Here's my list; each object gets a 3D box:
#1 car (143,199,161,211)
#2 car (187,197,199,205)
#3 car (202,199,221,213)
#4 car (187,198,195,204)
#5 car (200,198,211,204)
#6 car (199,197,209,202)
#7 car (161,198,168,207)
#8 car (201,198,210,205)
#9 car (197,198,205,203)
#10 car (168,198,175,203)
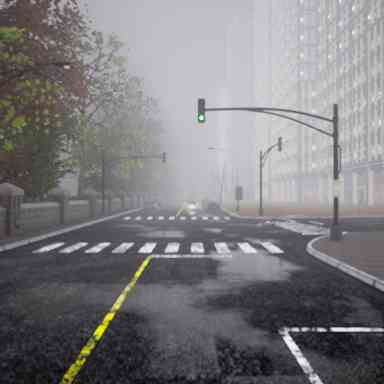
[{"bbox_3d":[-5.790,1.912,46.642,1.802,1.307,4.206,0,0,0],"label":"car"},{"bbox_3d":[-0.106,2.025,70.543,2.128,1.511,4.902,0,0,0],"label":"car"},{"bbox_3d":[2.603,1.854,41.028,1.947,1.339,4.313,0,0,0],"label":"car"},{"bbox_3d":[-0.172,2.088,79.559,1.837,1.490,4.892,0,0,0],"label":"car"},{"bbox_3d":[2.591,1.896,46.661,1.947,1.339,4.313,0,0,0],"label":"car"},{"bbox_3d":[2.579,1.938,52.293,1.947,1.339,4.313,0,0,0],"label":"car"},{"bbox_3d":[-5.813,1.855,57.908,1.967,1.590,4.097,0,0,0],"label":"car"},{"bbox_3d":[2.985,2.087,76.340,1.812,1.442,4.674,0,0,0],"label":"car"},{"bbox_3d":[2.494,2.239,91.718,2.008,1.369,4.403,0,0,0],"label":"car"},{"bbox_3d":[-5.874,2.186,86.068,1.887,1.381,4.507,0,0,0],"label":"car"}]
